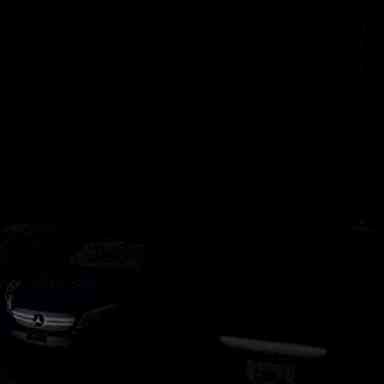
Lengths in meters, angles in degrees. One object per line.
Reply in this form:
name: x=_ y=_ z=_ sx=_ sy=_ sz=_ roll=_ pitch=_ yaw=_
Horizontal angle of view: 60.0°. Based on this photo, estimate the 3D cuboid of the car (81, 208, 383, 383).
car: x=1.187 y=1.233 z=4.594 sx=2.435 sy=2.045 sz=5.566 roll=0 pitch=-1 yaw=16

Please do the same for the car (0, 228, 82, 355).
car: x=-1.272 y=1.520 z=6.315 sx=2.002 sy=1.452 sz=4.674 roll=1 pitch=0 yaw=16

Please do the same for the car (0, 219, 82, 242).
car: x=-3.733 y=1.471 z=8.074 sx=2.097 sy=1.535 sz=5.008 roll=1 pitch=0 yaw=15
